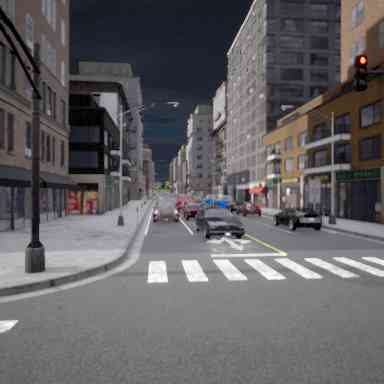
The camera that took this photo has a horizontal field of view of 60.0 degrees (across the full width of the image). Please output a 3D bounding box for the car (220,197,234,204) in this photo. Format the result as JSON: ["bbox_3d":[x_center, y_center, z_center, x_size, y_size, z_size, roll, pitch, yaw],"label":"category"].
[{"bbox_3d":[4.831,1.603,37.267,1.947,1.339,4.313,0,0,-6],"label":"car"}]

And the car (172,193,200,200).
[{"bbox_3d":[-0.772,1.240,38.371,2.150,2.045,5.566,0,0,-5],"label":"car"}]

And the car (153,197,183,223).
[{"bbox_3d":[-2.021,1.440,25.480,1.967,1.590,4.097,0,0,-6],"label":"car"}]

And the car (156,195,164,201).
[{"bbox_3d":[-8.802,1.632,91.263,1.887,1.381,4.507,0,0,-6],"label":"car"}]

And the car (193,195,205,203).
[{"bbox_3d":[1.441,1.523,70.157,1.967,1.590,4.097,0,0,-6],"label":"car"}]

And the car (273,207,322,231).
[{"bbox_3d":[6.526,1.594,20.821,1.947,1.339,4.313,0,0,-6],"label":"car"}]

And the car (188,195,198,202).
[{"bbox_3d":[0.311,1.540,81.121,1.967,1.590,4.097,0,0,-6],"label":"car"}]

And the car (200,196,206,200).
[{"bbox_3d":[0.803,1.645,51.630,1.895,1.301,4.718,0,0,-6],"label":"car"}]

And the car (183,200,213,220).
[{"bbox_3d":[0.282,1.612,27.871,1.895,1.301,4.718,0,0,-6],"label":"car"}]

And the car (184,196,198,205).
[{"bbox_3d":[-0.235,1.551,61.678,2.128,1.511,4.902,0,0,-6],"label":"car"}]

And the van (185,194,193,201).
[{"bbox_3d":[-0.818,1.458,92.085,1.690,1.788,3.998,0,0,-6],"label":"van"}]

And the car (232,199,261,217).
[{"bbox_3d":[5.396,1.615,31.785,1.802,1.307,4.206,0,0,-6],"label":"car"}]

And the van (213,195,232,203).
[{"bbox_3d":[4.267,1.383,42.748,1.690,1.788,3.998,0,0,-6],"label":"van"}]

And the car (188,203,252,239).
[{"bbox_3d":[1.295,1.554,17.881,2.033,1.411,5.357,0,0,-8],"label":"car"}]

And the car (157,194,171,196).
[{"bbox_3d":[-4.846,1.467,52.889,1.967,1.590,4.097,0,0,-6],"label":"car"}]

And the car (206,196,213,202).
[{"bbox_3d":[3.701,1.599,48.230,2.008,1.369,4.403,0,0,-6],"label":"car"}]

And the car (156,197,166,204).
[{"bbox_3d":[-5.977,1.595,63.852,2.008,1.369,4.403,0,0,-6],"label":"car"}]

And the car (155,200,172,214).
[{"bbox_3d":[-3.151,1.589,36.444,1.802,1.307,4.206,0,0,-6],"label":"car"}]
